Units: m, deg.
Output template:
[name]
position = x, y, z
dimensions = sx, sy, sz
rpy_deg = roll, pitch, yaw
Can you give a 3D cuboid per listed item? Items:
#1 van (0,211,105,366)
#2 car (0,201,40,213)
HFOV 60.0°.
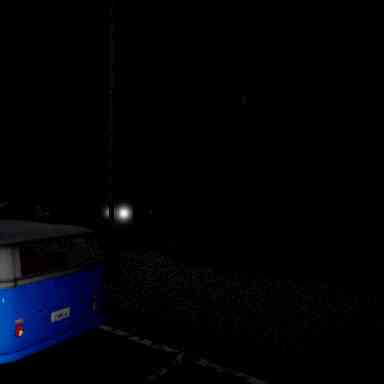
[van]
position = -3.196, 1.341, 5.357
dimensions = 3.998, 1.788, 1.690
rpy_deg = 0, 0, 36
[car]
position = -15.406, 1.517, 28.504
dimensions = 1.812, 1.442, 4.674
rpy_deg = 0, 0, 33
